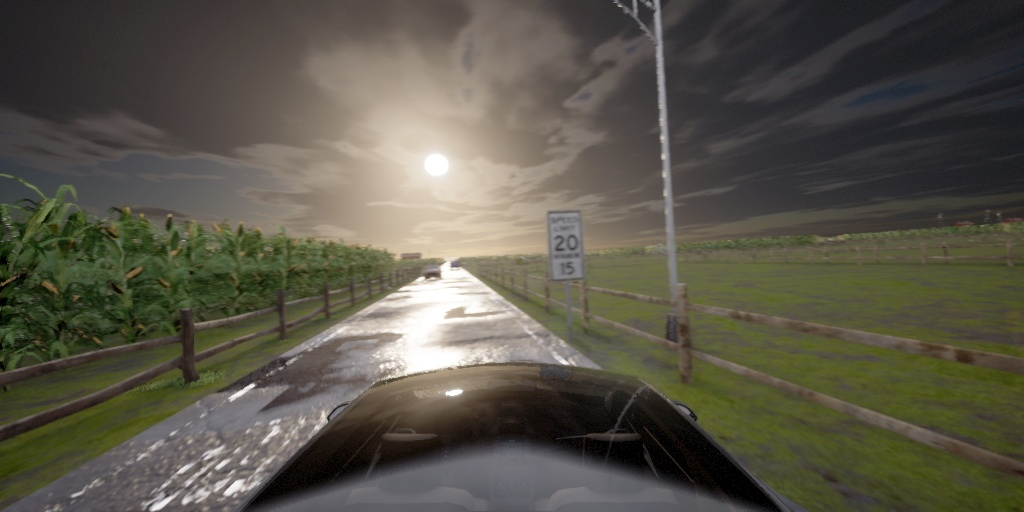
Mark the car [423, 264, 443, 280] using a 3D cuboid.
[{"bbox_3d":[-9.260,1.799,42.254,2.097,1.767,4.553,-3,0,-10],"label":"car"}]
